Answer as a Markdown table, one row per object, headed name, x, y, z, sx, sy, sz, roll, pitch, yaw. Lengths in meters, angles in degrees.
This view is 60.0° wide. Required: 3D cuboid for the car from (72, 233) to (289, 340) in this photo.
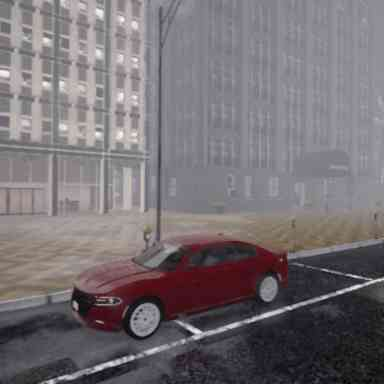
| name | x | y | z | sx | sy | sz | roll | pitch | yaw |
| --- | --- | --- | --- | --- | --- | --- | --- | --- | --- |
| car | 0.003 | 1.547 | 6.551 | 4.507 | 1.381 | 1.887 | 0 | 1 | -35 |
